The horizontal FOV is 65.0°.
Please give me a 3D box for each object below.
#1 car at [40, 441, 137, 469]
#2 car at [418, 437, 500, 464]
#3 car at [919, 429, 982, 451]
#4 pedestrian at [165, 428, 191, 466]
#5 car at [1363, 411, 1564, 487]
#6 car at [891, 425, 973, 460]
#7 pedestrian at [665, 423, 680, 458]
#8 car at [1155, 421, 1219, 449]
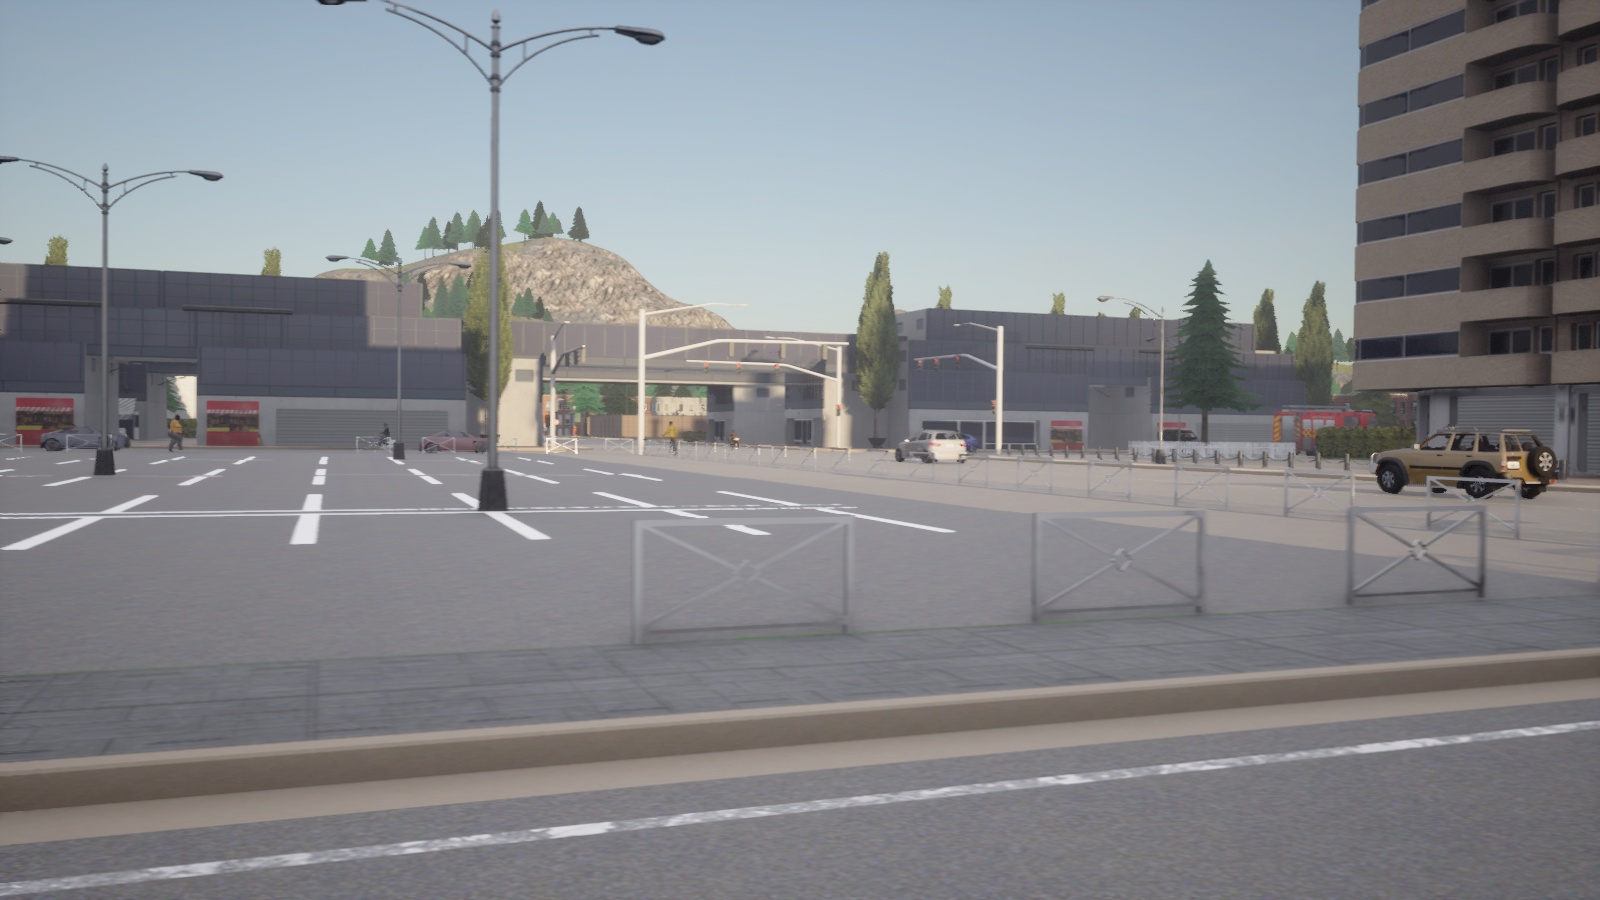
[{"bbox_3d":[-37.686,0.241,66.607,4.181,1.385,1.994,-1,1,-19],"label":"car"},{"bbox_3d":[-18.854,-0.008,69.400,4.181,1.385,1.994,-1,1,-20],"label":"car"},{"bbox_3d":[10.982,-0.746,91.867,4.193,1.474,1.816,-1,1,-21],"label":"car"},{"bbox_3d":[-30.337,-0.157,61.263,0.900,1.855,0.874,-1,1,-7],"label":"pedestrian"},{"bbox_3d":[17.516,-0.063,33.404,1.932,1.855,4.605,-1,1,-21],"label":"car"},{"bbox_3d":[6.542,-0.391,62.595,2.242,1.667,4.611,-1,1,-20],"label":"car"},{"bbox_3d":[-6.857,-0.517,67.444,0.709,1.840,0.431,0,1,37],"label":"pedestrian"},{"bbox_3d":[26.677,-1.046,86.513,3.866,1.878,1.905,-1,1,-20],"label":"car"}]
